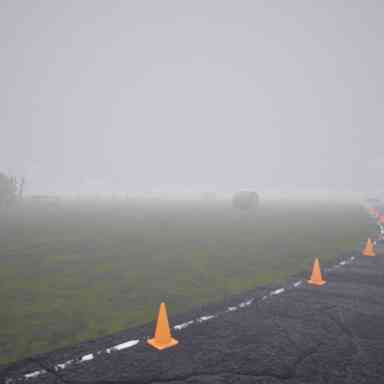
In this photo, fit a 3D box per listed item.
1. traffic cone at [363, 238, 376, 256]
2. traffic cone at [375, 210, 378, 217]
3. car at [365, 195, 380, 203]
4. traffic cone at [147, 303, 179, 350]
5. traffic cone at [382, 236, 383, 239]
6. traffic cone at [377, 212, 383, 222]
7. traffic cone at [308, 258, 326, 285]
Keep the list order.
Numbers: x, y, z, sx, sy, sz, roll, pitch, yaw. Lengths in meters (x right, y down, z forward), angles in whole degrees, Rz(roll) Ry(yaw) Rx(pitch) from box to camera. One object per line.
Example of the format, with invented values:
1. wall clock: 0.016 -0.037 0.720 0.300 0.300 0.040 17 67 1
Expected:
1. traffic cone: 6.247 1.919 11.725 0.340 0.580 0.340 0 0 39
2. traffic cone: 15.872 1.858 28.511 0.340 0.580 0.340 0 0 26
3. car: 33.456 1.231 61.861 1.882 1.535 5.008 0 0 18
4. traffic cone: -0.432 1.944 4.933 0.340 0.580 0.340 0 0 -40
5. traffic cone: 9.084 1.905 15.557 0.340 0.580 0.340 0 0 34
6. traffic cone: 13.716 1.874 23.999 0.340 0.580 0.340 0 0 26
7. traffic cone: 3.065 1.932 8.174 0.340 0.580 0.340 0 0 45
